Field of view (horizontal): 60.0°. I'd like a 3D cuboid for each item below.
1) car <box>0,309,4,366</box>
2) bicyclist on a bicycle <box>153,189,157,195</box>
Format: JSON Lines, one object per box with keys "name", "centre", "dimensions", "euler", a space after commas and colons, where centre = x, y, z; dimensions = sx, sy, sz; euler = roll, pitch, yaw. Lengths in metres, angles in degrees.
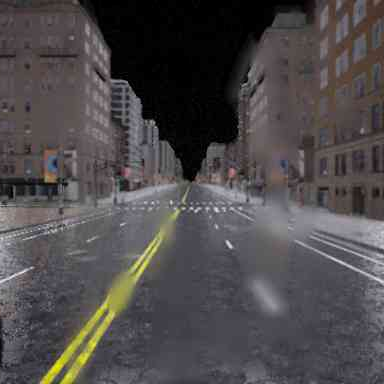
{"name": "car", "centre": [-3.351, 1.371, 2.158], "dimensions": [2.097, 1.767, 4.553], "euler": [0, 0, 0]}
{"name": "bicyclist on a bicycle", "centre": [-8.904, 0.077, 80.368], "dimensions": [0.866, 1.612, 1.509], "euler": [4, 2, 0]}
